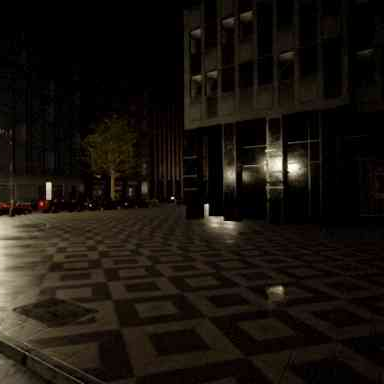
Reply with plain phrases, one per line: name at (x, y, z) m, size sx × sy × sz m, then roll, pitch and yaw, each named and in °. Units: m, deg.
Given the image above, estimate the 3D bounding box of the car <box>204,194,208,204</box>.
car at (2.407, 1.278, 58.317) m, size 2.192 × 1.841 × 5.009 m, roll -1°, pitch 0°, yaw 35°

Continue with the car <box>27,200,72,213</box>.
car at (-17.172, 1.703, 40.222) m, size 1.895 × 1.301 × 4.718 m, roll -1°, pitch 0°, yaw 35°

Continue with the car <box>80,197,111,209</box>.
car at (-14.237, 1.554, 49.282) m, size 1.967 × 1.590 × 4.097 m, roll -1°, pitch 0°, yaw 35°

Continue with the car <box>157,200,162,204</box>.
car at (-7.902, 1.615, 58.408) m, size 1.752 × 1.417 × 4.829 m, roll -1°, pitch 0°, yaw 35°

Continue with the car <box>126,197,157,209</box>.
car at (-7.234, 1.564, 44.417) m, size 1.947 × 1.339 × 4.313 m, roll -1°, pitch 0°, yaw 35°

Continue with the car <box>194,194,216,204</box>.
car at (2.494, 1.344, 62.964) m, size 2.097 × 1.767 × 4.553 m, roll -1°, pitch 0°, yaw 35°

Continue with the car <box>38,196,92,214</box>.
car at (-13.666, 1.345, 35.154) m, size 2.192 × 1.841 × 5.009 m, roll -1°, pitch 0°, yaw 35°

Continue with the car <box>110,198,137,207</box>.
car at (-11.020, 1.683, 53.915) m, size 1.802 × 1.307 × 4.206 m, roll -1°, pitch 0°, yaw 35°

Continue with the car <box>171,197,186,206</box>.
car at (-0.806, 1.518, 53.683) m, size 1.887 × 1.381 × 4.507 m, roll -1°, pitch 0°, yaw 35°

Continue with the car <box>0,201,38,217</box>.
car at (-16.878, 1.630, 30.520) m, size 1.802 × 1.307 × 4.206 m, roll -1°, pitch 0°, yaw 35°

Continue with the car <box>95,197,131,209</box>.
car at (-11.416, 1.565, 48.493) m, size 2.128 × 1.511 × 4.902 m, roll -1°, pitch 0°, yaw 35°

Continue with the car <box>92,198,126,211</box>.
car at (-10.449, 1.579, 39.785) m, size 1.947 × 1.339 × 4.313 m, roll -1°, pitch 0°, yaw 35°

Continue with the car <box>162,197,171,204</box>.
car at (-4.589, 1.645, 63.182) m, size 1.947 × 1.339 × 4.313 m, roll -1°, pitch 0°, yaw 35°

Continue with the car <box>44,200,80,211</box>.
car at (-17.450, 1.711, 44.648) m, size 1.802 × 1.307 × 4.206 m, roll -1°, pitch 0°, yaw 35°

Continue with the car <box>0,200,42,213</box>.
car at (-20.665, 1.711, 40.015) m, size 1.947 × 1.339 × 4.313 m, roll -1°, pitch 0°, yaw 35°
